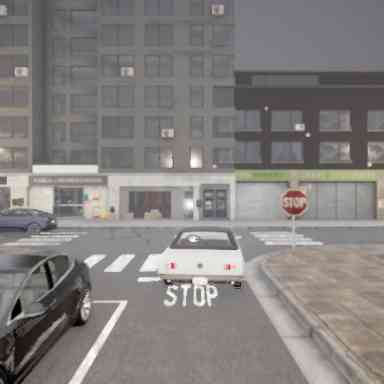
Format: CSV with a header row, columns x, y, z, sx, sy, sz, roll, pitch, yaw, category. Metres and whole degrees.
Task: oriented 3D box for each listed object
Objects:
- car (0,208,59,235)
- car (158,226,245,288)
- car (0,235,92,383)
x,y,z,sx,sy,sz,roll,pitch,yaw,category
-9.472,1.569,17.918,4.181,1.385,1.994,0,0,0,car
0.430,1.597,9.264,1.895,1.301,4.718,0,0,6,car
-2.641,1.564,4.365,1.947,1.339,4.313,0,0,0,car
